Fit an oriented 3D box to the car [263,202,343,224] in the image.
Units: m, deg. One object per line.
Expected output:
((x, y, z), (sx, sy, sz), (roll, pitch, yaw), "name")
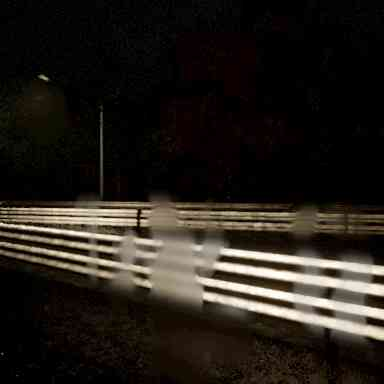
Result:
((6.621, 1.415, 20.093), (4.553, 1.767, 2.097), (0, 0, 18), "car")
